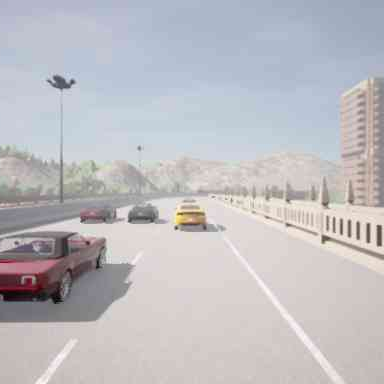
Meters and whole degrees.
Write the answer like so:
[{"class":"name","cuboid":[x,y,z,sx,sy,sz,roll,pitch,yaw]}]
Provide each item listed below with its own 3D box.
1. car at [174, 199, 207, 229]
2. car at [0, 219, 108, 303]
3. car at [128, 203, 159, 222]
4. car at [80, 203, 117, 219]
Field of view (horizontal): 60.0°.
[{"class":"car","cuboid":[-0.103,1.429,21.343,1.882,1.535,5.008,0,0,-1]},{"class":"car","cuboid":[-3.470,1.585,8.081,1.895,1.301,4.718,0,0,0]},{"class":"car","cuboid":[-3.647,1.509,25.492,1.994,1.385,4.181,0,0,-1]},{"class":"car","cuboid":[-7.150,1.511,25.811,1.994,1.385,4.181,0,0,-1]}]
